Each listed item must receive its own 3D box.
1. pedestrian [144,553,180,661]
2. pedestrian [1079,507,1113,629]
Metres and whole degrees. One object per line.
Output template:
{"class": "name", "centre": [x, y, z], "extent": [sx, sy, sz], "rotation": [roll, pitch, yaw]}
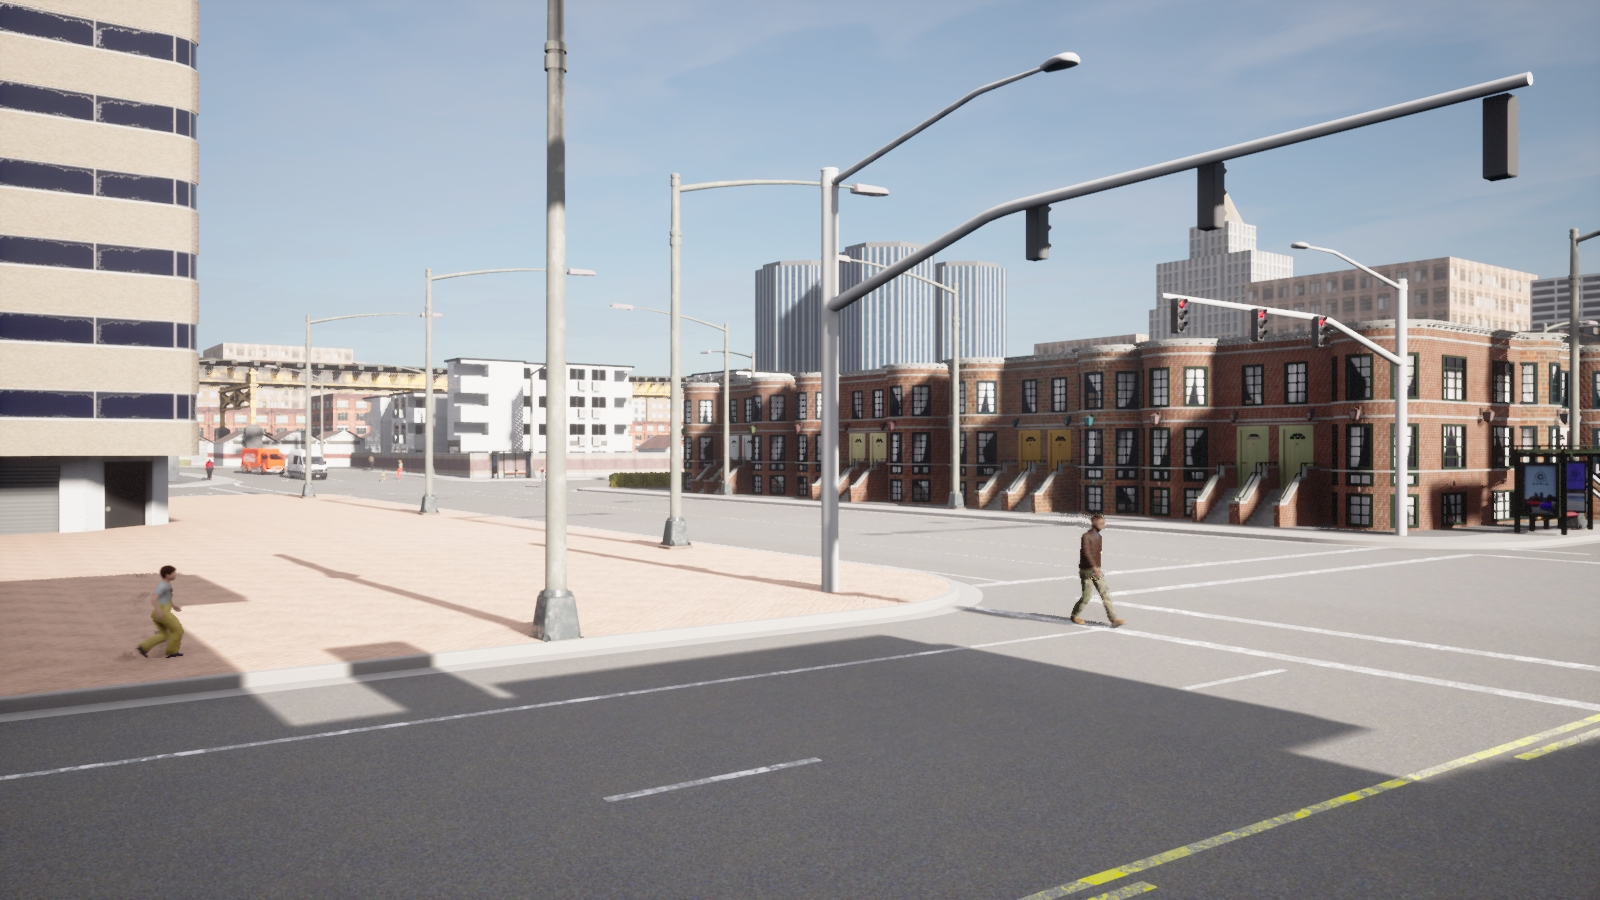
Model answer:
{"class": "pedestrian", "centre": [-8.104, 1.975, 14.505], "extent": [0.375, 1.300, 0.375], "rotation": [0, 0, -33]}
{"class": "pedestrian", "centre": [4.644, 1.844, 17.921], "extent": [0.375, 1.860, 0.375], "rotation": [0, 0, -39]}
